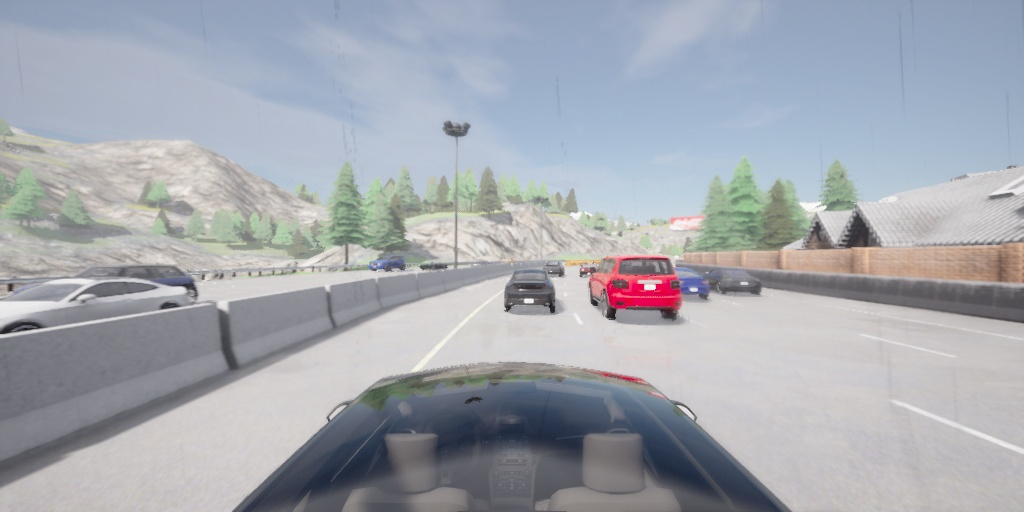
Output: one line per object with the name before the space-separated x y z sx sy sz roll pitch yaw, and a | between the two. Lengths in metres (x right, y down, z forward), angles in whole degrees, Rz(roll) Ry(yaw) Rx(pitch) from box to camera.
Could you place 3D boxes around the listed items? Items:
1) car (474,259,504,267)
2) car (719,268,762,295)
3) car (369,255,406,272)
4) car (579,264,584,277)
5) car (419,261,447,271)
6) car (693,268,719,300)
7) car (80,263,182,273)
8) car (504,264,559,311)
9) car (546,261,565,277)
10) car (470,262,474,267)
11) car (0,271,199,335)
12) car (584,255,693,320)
car | -3.142 1.343 49.638 1.895 1.301 4.718 0 0 17
car | 11.964 1.347 20.059 1.994 1.385 4.181 0 0 7
car | -15.439 0.930 44.778 2.150 2.045 5.566 0 0 15
car | 7.790 1.372 35.948 1.895 1.301 4.718 0 0 13
car | -10.696 1.322 48.814 1.895 1.301 4.718 0 0 17
car | 8.155 1.298 17.852 1.812 1.442 4.674 0 0 6
car | -13.605 1.065 12.281 2.097 1.767 4.553 0 0 4
car | 0.772 1.257 14.407 1.837 1.490 4.892 0 0 5
car | 4.217 1.253 35.893 2.128 1.511 4.902 0 0 13
car | -4.844 1.229 55.616 2.128 1.511 4.902 0 0 19
car | -10.328 1.248 8.584 1.812 1.442 4.674 0 0 3
car | 4.133 0.983 12.903 2.150 2.045 5.566 0 0 4
